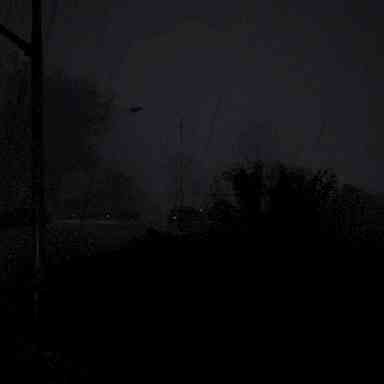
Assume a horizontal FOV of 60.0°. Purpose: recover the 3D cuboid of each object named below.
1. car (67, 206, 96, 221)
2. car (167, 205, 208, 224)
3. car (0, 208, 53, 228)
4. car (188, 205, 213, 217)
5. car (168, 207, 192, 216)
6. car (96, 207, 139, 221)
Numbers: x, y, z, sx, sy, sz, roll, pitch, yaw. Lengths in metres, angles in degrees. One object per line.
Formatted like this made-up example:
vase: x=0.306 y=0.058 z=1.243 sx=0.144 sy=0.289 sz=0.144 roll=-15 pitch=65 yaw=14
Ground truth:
car: x=-10.469 y=2.118 z=33.442 sx=1.994 sy=1.385 sz=4.181 roll=0 pitch=-3 yaw=24
car: x=-0.458 y=2.035 z=29.863 sx=2.128 sy=1.511 sz=4.902 roll=0 pitch=-3 yaw=24
car: x=-11.833 y=1.732 z=21.812 sx=2.033 sy=1.411 sz=5.357 roll=0 pitch=-1 yaw=28
car: x=1.364 y=2.869 z=51.053 sx=2.097 sy=1.767 sz=4.553 roll=0 pitch=-3 yaw=25
car: x=-1.848 y=3.094 z=52.443 sx=1.994 sy=1.385 sz=4.181 roll=0 pitch=-3 yaw=25
car: x=-6.982 y=2.134 z=32.661 sx=1.994 sy=1.385 sz=4.181 roll=0 pitch=-3 yaw=24
